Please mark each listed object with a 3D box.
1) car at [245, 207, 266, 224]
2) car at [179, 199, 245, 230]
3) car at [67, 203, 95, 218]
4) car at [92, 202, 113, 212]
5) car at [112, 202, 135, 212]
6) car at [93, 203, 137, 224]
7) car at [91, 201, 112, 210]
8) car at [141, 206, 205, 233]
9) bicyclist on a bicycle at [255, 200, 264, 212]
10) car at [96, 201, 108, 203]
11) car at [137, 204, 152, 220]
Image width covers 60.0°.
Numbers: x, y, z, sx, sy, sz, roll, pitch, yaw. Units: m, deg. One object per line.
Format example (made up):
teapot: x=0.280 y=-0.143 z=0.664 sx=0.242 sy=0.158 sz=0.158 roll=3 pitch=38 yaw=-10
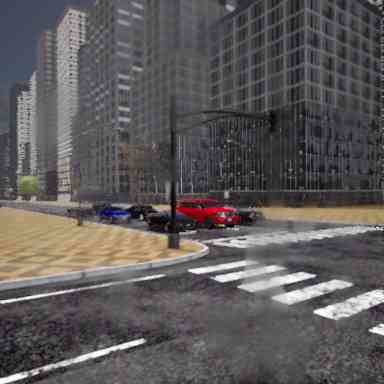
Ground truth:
car: x=3.499 y=1.865 z=27.151 sx=2.033 sy=1.411 sz=5.357 roll=0 pitch=-1 yaw=-36
car: x=0.961 y=1.553 z=24.622 sx=2.150 sy=2.045 sz=5.566 roll=0 pitch=-1 yaw=-35
car: x=-13.088 y=2.267 z=38.909 sx=1.895 sy=1.301 sz=4.718 roll=0 pitch=-1 yaw=-35
car: x=-13.935 y=2.357 z=51.633 sx=1.994 sy=1.385 sz=4.181 roll=0 pitch=-1 yaw=-35
car: x=-10.910 y=2.361 z=52.883 sx=1.895 sy=1.301 sz=4.718 roll=0 pitch=-1 yaw=-35
car: x=-7.174 y=2.029 z=30.515 sx=1.812 sy=1.442 sz=4.674 roll=0 pitch=-1 yaw=-35
car: x=-16.661 y=2.409 z=61.028 sx=2.128 sy=1.511 sz=4.902 roll=0 pitch=-1 yaw=-35
car: x=-1.374 y=1.909 z=22.295 sx=1.994 sy=1.385 sz=4.181 roll=0 pitch=-1 yaw=-35
bicyclist on a bicycle: x=7.017 y=1.636 z=34.861 sx=1.656 sy=1.620 sz=0.582 roll=-1 pitch=0 yaw=-35
car: x=-10.664 y=2.155 z=41.113 sx=1.837 sy=1.490 sz=4.892 roll=0 pitch=-1 yaw=-35
car: x=-4.820 y=1.995 z=32.818 sx=1.837 sy=1.490 sz=4.892 roll=0 pitch=-1 yaw=-35
